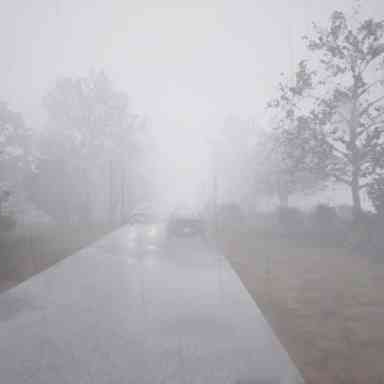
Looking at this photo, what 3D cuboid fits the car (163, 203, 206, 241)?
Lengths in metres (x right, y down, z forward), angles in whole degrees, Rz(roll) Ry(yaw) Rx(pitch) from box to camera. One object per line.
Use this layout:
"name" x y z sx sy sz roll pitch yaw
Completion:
"car" -0.324 1.564 17.335 1.882 1.535 5.008 0 0 -2

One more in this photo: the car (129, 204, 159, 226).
"car" -3.542 1.675 25.188 1.837 1.490 4.892 0 -1 -2

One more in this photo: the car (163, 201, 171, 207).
"car" -4.815 2.606 66.776 1.882 1.535 5.008 0 -2 -2
